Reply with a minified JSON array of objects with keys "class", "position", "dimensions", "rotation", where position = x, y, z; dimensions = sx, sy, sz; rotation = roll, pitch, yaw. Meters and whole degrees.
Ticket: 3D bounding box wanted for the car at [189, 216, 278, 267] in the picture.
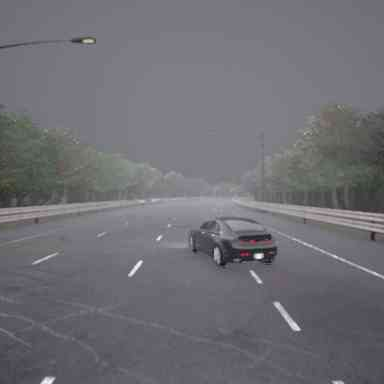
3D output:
[{"class":"car","position":[1.268,1.634,12.011],"dimensions":[1.837,1.490,4.892],"rotation":[-1,0,-16]}]
